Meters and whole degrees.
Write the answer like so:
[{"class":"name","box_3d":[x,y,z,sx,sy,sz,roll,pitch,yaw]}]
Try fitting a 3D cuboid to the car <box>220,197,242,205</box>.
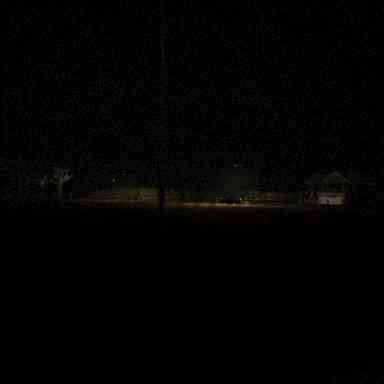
[{"class":"car","box_3d":[6.970,1.596,60.277,1.812,1.442,4.674,2,-1,-35]}]
